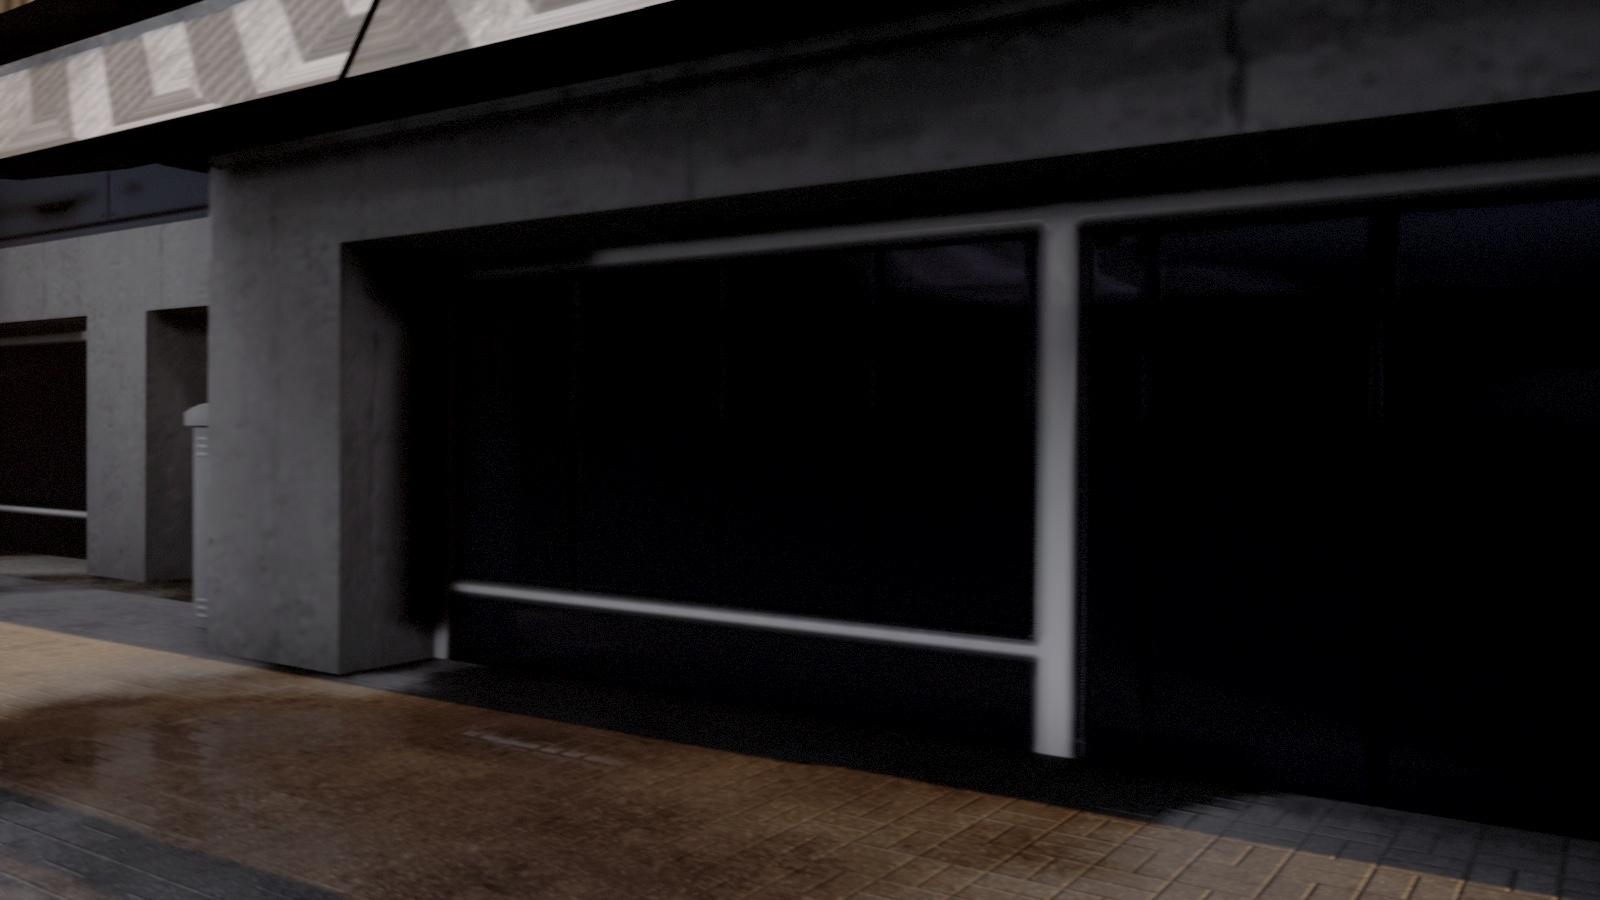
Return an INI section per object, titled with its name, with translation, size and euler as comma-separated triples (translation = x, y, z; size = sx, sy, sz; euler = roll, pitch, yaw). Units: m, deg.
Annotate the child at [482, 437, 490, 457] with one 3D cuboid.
[child]
translation = -19.609, -0.180, 78.427
size = 0.270, 1.263, 0.437
euler = 0, 1, 32
